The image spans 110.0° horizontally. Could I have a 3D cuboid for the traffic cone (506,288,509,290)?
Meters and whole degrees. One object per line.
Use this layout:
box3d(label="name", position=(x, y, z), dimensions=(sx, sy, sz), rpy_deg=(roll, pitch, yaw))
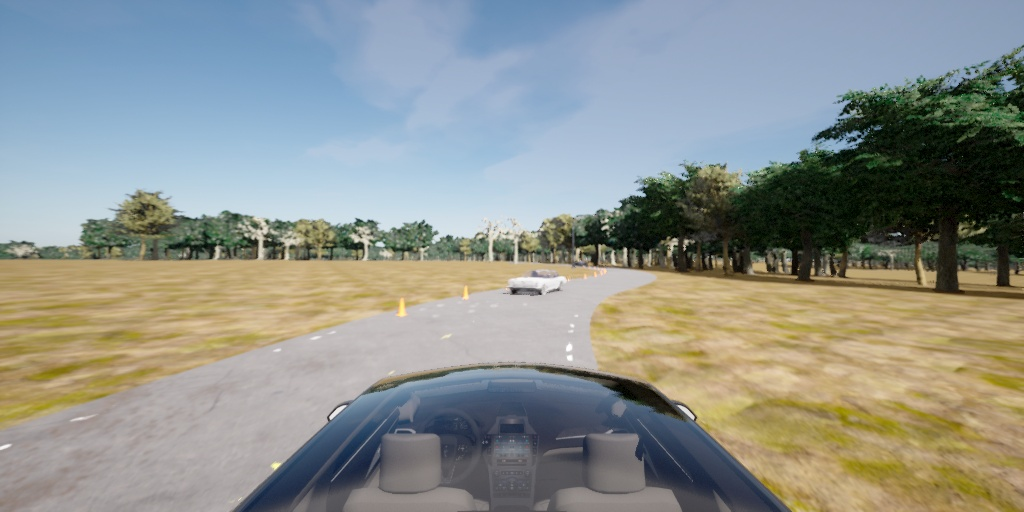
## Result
box3d(label="traffic cone", position=(-0.150, 1.784, 22.100), dimensions=(0.340, 0.580, 0.340), rpy_deg=(0, 0, 26))

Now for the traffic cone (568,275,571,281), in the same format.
box3d(label="traffic cone", position=(4.920, 1.892, 30.872), dimensions=(0.340, 0.580, 0.340), rpy_deg=(0, 0, 29))

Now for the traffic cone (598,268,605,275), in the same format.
box3d(label="traffic cone", position=(10.995, 2.062, 44.107), dimensions=(0.340, 0.580, 0.340), rpy_deg=(0, 0, 20))

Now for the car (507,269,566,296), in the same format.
box3d(label="car", position=(1.493, 1.426, 20.115), dimensions=(1.895, 1.301, 4.718), rpy_deg=(0, 0, 25))

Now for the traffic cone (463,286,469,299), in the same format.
box3d(label="traffic cone", position=(-2.221, 1.736, 17.216), dimensions=(0.340, 0.580, 0.340), rpy_deg=(0, 0, 20))

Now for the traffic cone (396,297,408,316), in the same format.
box3d(label="traffic cone", position=(-3.723, 1.699, 12.127), dimensions=(0.340, 0.580, 0.340), rpy_deg=(0, 0, 13))

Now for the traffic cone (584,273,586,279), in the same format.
box3d(label="traffic cone", position=(7.174, 1.950, 35.177), dimensions=(0.340, 0.580, 0.340), rpy_deg=(0, 0, 26))

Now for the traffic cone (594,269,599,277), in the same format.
box3d(label="traffic cone", position=(9.201, 2.006, 39.592), dimensions=(0.340, 0.580, 0.340), rpy_deg=(0, 0, 23))
